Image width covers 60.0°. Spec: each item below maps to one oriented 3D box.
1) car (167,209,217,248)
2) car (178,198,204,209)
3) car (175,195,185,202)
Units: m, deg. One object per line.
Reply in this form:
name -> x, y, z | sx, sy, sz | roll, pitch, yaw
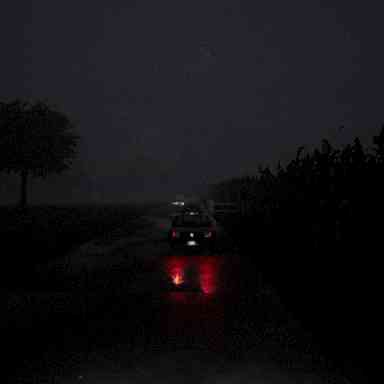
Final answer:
car -> 0.000, 1.625, 14.680 | 1.895, 1.301, 4.718 | 0, 0, 0
car -> 0.000, 1.542, 29.652 | 1.837, 1.490, 4.892 | 0, 0, 0
car -> -2.760, 1.481, 76.068 | 2.097, 1.767, 4.553 | 0, 0, 0
